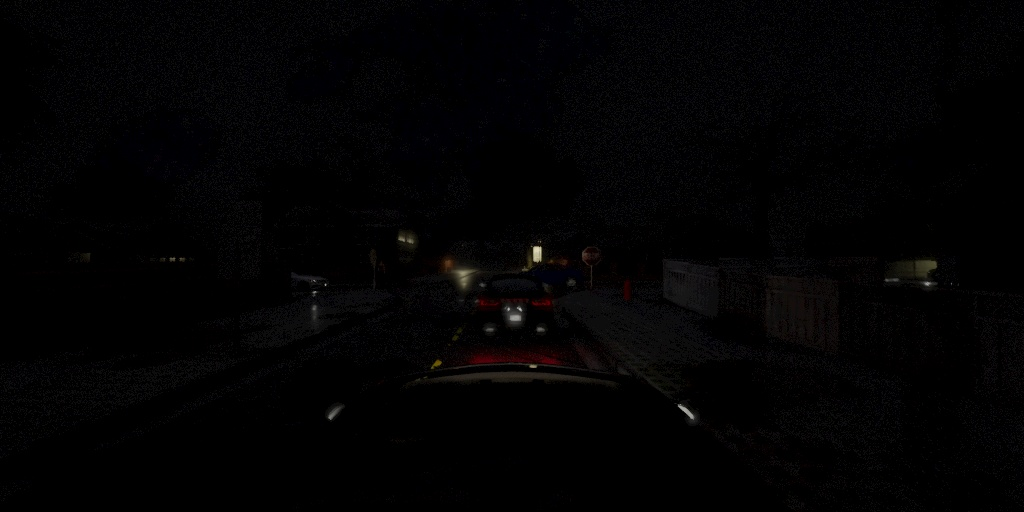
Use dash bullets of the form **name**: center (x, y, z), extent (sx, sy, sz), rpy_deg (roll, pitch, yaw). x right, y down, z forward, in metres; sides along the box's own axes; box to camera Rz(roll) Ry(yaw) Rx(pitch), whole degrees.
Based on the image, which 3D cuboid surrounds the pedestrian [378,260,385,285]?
- **pedestrian**: center (-9.718, 1.201, 26.635), extent (0.375, 1.860, 0.375), rpy_deg (0, -1, 1)

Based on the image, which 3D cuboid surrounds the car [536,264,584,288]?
- **car**: center (2.130, 1.248, 23.082), extent (5.008, 1.535, 1.882), rpy_deg (0, -2, -10)

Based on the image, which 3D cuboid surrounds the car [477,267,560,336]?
- **car**: center (0.079, 1.242, 10.497), extent (1.882, 1.535, 5.008), rpy_deg (0, 0, 0)

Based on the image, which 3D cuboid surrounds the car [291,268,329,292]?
- **car**: center (-13.129, 1.421, 20.784), extent (4.674, 1.442, 1.812), rpy_deg (-1, -2, 0)

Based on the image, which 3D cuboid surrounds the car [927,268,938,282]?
- **car**: center (30.032, 0.957, 23.271), extent (4.892, 1.490, 1.837), rpy_deg (-1, -2, 1)
